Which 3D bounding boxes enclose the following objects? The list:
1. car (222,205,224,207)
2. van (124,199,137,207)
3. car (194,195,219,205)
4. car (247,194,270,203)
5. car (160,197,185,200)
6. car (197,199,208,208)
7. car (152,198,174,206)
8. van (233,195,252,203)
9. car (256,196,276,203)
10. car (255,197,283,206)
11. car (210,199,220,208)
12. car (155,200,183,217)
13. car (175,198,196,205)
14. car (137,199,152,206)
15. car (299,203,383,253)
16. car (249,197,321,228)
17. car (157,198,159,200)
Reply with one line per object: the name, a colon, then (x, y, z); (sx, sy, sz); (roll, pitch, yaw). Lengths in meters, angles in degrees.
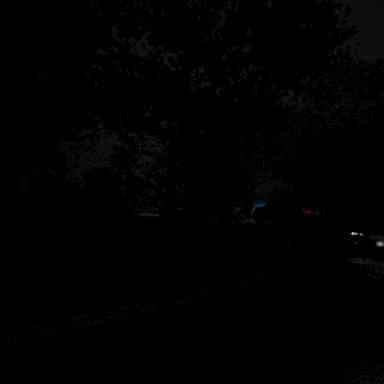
car: (4.258, 1.969, 58.461); (2.097, 1.535, 5.008); (0, 0, -36)
van: (-12.731, 1.794, 62.380); (1.878, 1.987, 4.442); (0, 0, -36)
car: (3.193, 1.696, 73.844); (2.435, 2.045, 5.566); (0, 0, -36)
car: (16.774, 1.669, 83.765); (2.435, 2.045, 5.566); (0, 0, -36)
car: (-2.400, 1.753, 53.621); (2.435, 2.045, 5.566); (0, 0, -36)
car: (-0.252, 1.740, 55.193); (2.435, 2.045, 5.566); (0, 0, -36)
car: (-5.878, 1.979, 67.253); (2.097, 1.535, 5.008); (0, 0, -36)
van: (12.161, 1.701, 80.578); (1.878, 1.987, 4.442); (0, 0, -36)
car: (19.028, 1.920, 85.436); (2.231, 1.521, 4.892); (0, 0, -36)
car: (15.393, 1.934, 66.826); (1.946, 1.575, 5.366); (0, 0, -36)
car: (2.111, 2.019, 56.889); (2.002, 1.452, 4.674); (0, 0, -36)
car: (-2.030, 1.992, 36.668); (2.128, 1.511, 4.902); (4, -3, -35)
car: (-1.365, 1.989, 70.583); (2.163, 1.488, 4.792); (0, 0, -36)
car: (-10.381, 2.035, 63.918); (2.163, 1.488, 4.792); (0, 0, -36)
car: (6.343, 1.474, 13.542); (2.128, 1.511, 4.902); (3, 0, 1)
car: (6.781, 1.451, 23.851); (2.150, 2.045, 5.566); (4, -2, -31)
car: (-8.026, 1.989, 65.446); (1.946, 1.575, 5.366); (0, 0, -36)
